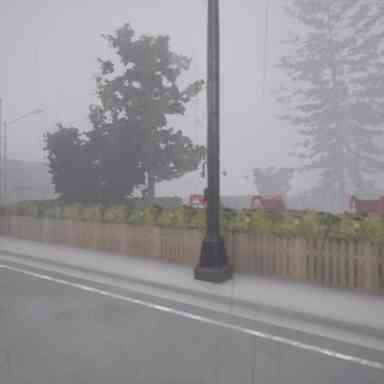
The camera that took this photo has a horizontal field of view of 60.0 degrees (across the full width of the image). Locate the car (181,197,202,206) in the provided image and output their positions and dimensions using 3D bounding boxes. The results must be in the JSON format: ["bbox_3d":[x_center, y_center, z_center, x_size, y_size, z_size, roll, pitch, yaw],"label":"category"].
[{"bbox_3d":[-0.005,1.530,55.627,1.837,1.490,4.892,0,0,35],"label":"car"}]
